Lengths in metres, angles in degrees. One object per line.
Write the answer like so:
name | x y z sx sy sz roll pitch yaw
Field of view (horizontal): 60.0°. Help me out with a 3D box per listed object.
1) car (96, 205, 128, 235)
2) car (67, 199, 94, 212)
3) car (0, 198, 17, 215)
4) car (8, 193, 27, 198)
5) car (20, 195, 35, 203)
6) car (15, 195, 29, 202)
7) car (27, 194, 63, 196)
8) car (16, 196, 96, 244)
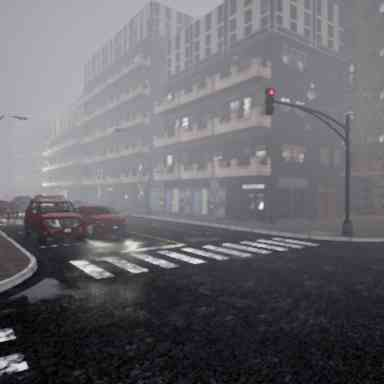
car | -5.225 1.459 18.396 1.882 1.535 5.008 0 0 -36
car | -13.196 1.535 39.281 1.802 1.307 4.206 1 0 -36
car | -16.661 1.464 29.777 1.887 1.381 4.507 1 0 -36
car | -18.743 1.267 37.103 2.097 1.767 4.553 0 0 -36
car | -33.128 1.336 66.809 1.967 1.590 4.097 0 0 -36
car | -36.449 1.445 71.395 2.008 1.369 4.403 0 0 -36
car | -11.401 1.168 26.924 2.150 2.045 5.566 0 0 -36
car | -6.693 1.285 16.013 2.192 1.841 5.009 1 0 -36
